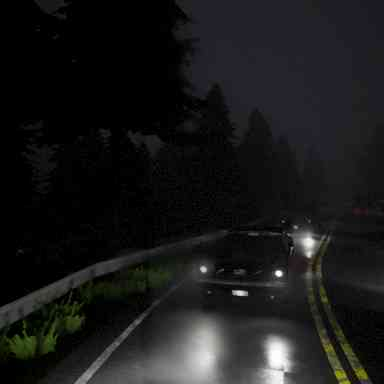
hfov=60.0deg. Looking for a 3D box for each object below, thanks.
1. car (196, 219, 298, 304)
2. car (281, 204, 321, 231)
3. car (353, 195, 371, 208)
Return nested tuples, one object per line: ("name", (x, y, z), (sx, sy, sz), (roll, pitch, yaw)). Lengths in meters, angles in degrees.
("car", (1.582, 1.598, 8.412), (1.895, 1.301, 4.718), (-1, 0, 18))
("car", (6.660, 1.460, 20.055), (2.033, 1.411, 5.357), (-2, 0, 26))
("car", (20.610, 1.058, 40.242), (2.128, 1.511, 4.902), (-2, 0, 28))
